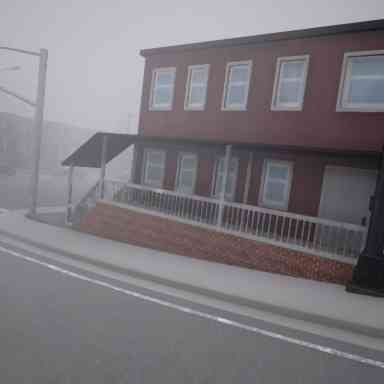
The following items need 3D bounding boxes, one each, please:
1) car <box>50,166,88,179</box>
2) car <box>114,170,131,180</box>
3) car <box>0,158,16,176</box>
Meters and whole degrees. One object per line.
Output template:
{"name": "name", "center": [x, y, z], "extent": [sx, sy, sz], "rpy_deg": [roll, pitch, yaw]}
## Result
{"name": "car", "center": [-14.953, -2.478, 40.601], "extent": [1.812, 1.442, 4.674], "rpy_deg": [10, 6, 36]}
{"name": "car", "center": [-9.182, -2.473, 48.575], "extent": [1.812, 1.442, 4.674], "rpy_deg": [10, 6, 35]}
{"name": "car", "center": [-20.251, -2.657, 33.263], "extent": [2.097, 1.767, 4.553], "rpy_deg": [10, 6, 36]}
